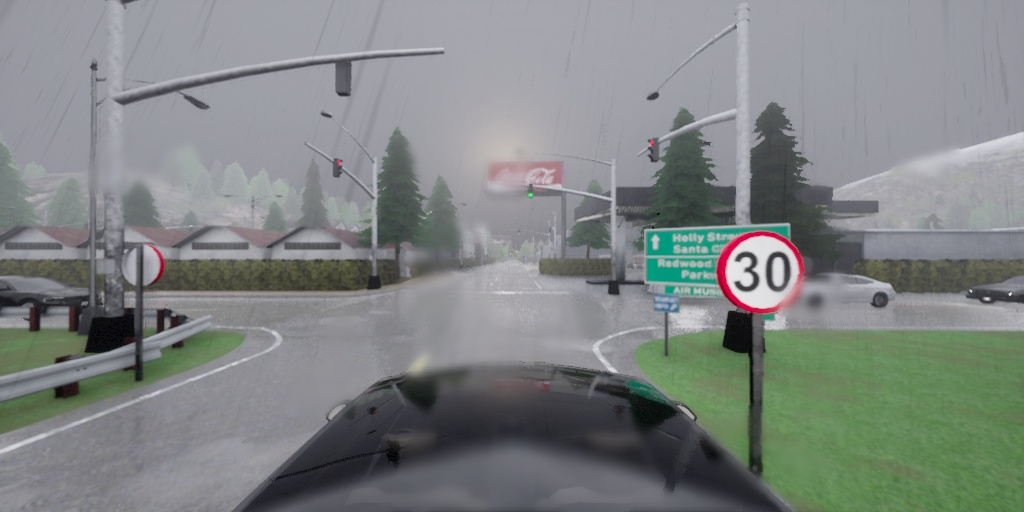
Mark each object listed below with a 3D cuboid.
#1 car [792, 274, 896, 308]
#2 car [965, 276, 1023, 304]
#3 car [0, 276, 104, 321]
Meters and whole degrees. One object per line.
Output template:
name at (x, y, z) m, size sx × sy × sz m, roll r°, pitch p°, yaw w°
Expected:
car at (14.845, 1.564, 16.574) m, size 4.674 × 1.442 × 1.812 m, roll 0°, pitch 0°, yaw 0°
car at (24.499, 1.586, 16.453) m, size 5.357 × 1.411 × 2.033 m, roll 0°, pitch 0°, yaw 1°
car at (-18.351, 1.492, 13.382) m, size 5.008 × 1.535 × 1.882 m, roll 0°, pitch 0°, yaw 1°
